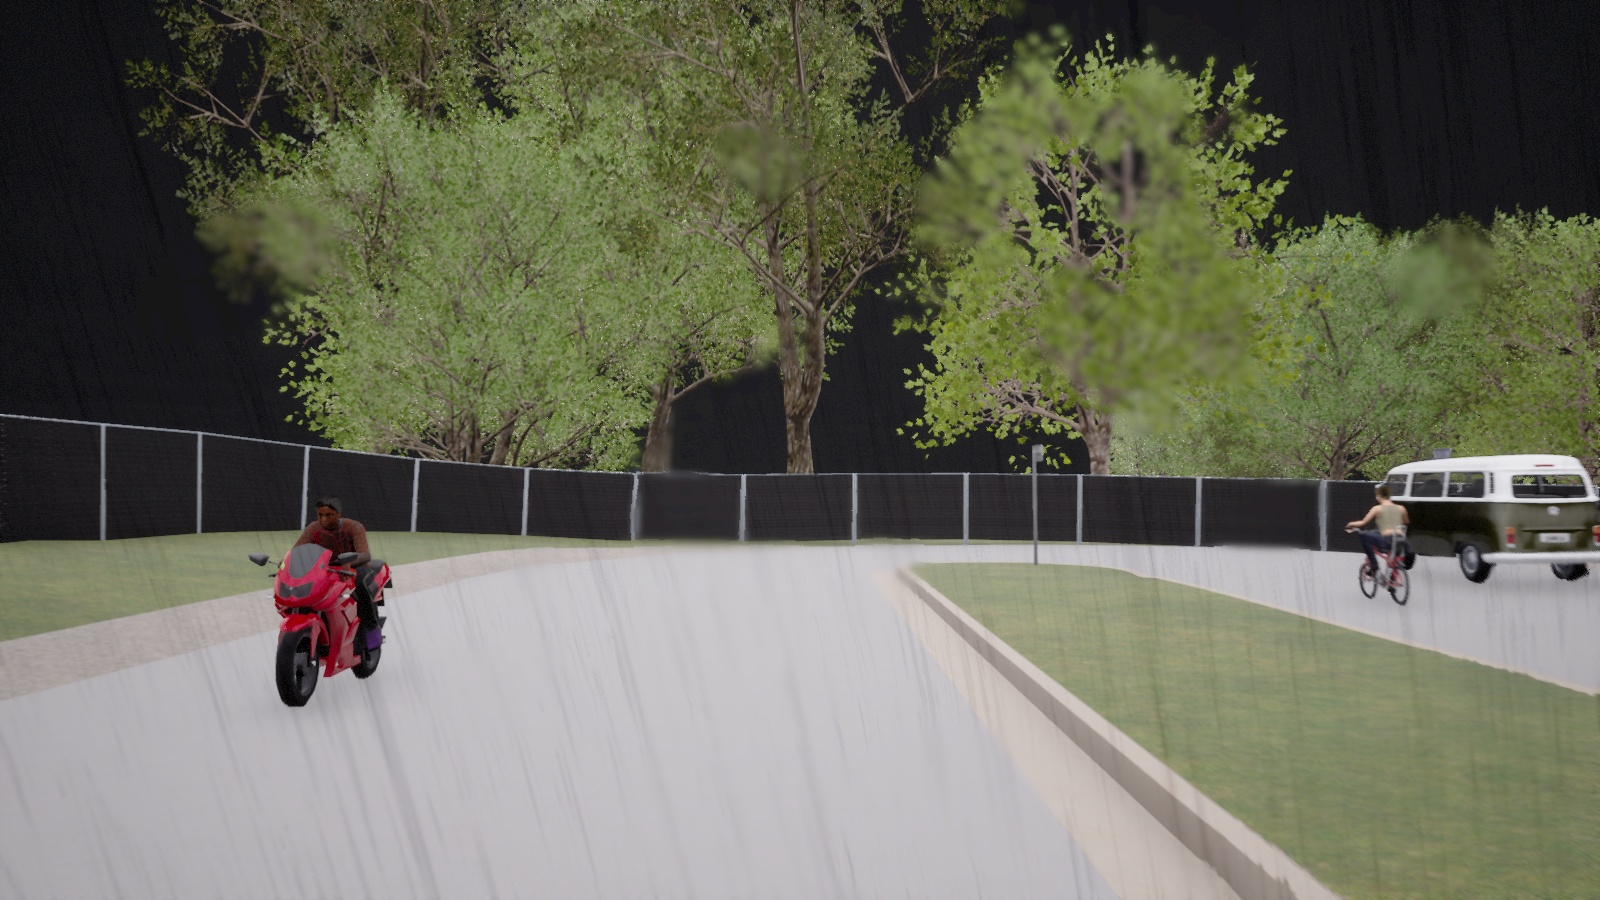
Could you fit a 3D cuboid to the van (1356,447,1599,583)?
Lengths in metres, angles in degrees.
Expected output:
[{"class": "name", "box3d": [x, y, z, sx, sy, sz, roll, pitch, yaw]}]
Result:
[{"class": "van", "box3d": [11.560, 1.042, 21.462, 2.069, 2.038, 4.480, -1, -1, 0]}]

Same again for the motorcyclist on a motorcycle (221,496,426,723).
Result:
[{"class": "motorcyclist on a motorcycle", "box3d": [-3.566, 1.125, 9.606, 0.797, 1.523, 2.044, -1, -2, 0]}]

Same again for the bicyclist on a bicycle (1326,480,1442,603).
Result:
[{"class": "bicyclist on a bicycle", "box3d": [8.037, 1.233, 17.373, 0.866, 1.612, 1.509, -1, -2, 1]}]
